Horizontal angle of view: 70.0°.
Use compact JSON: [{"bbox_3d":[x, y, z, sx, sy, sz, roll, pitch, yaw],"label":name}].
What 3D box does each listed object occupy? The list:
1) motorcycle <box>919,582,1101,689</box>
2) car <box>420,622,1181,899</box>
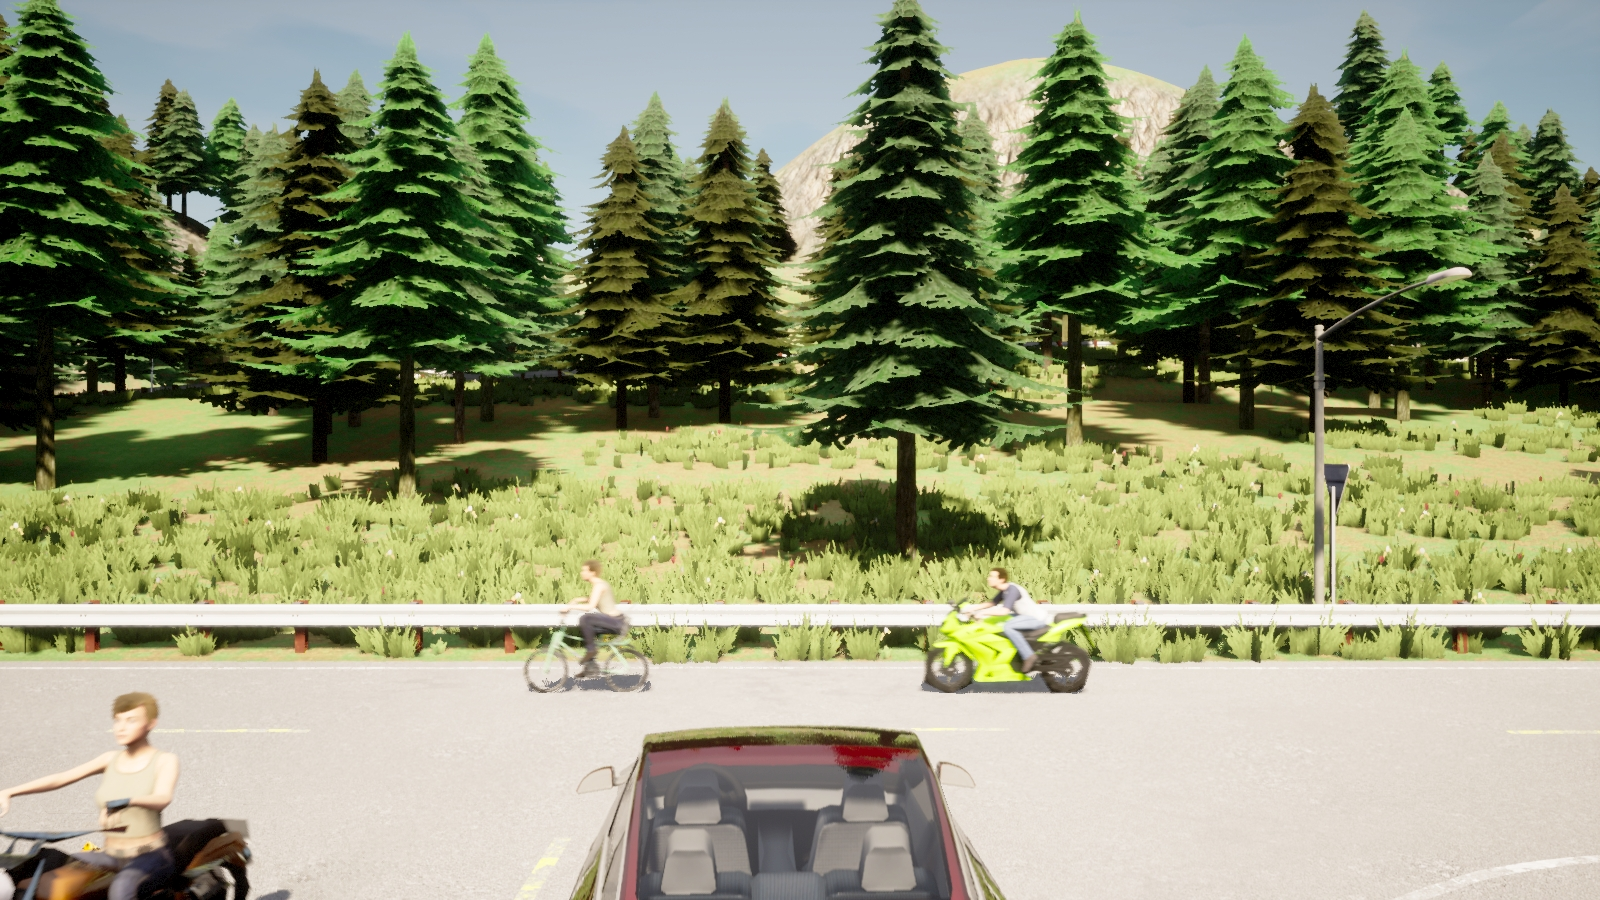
[{"bbox_3d":[2.475,2.195,13.642,2.033,1.145,0.803,0,0,0],"label":"motorcycle"},{"bbox_3d":[-0.093,1.939,5.632,2.163,1.488,4.792,0,-1,-3],"label":"car"}]
